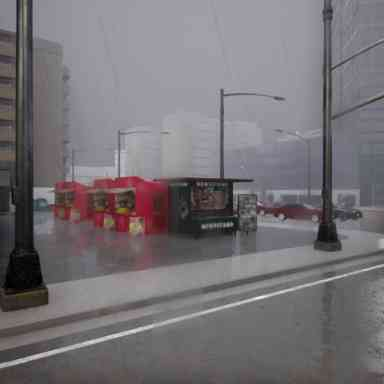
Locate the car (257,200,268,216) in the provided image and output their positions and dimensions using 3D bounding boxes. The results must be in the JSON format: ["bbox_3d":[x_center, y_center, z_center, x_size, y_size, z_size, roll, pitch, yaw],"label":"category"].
[{"bbox_3d":[6.936,1.706,35.678,1.882,1.535,5.008,0,-1,-36],"label":"car"}]

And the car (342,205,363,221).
[{"bbox_3d":[12.209,1.689,28.399,1.994,1.385,4.181,0,-1,-35],"label":"car"}]

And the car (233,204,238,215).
[{"bbox_3d":[3.532,1.765,34.415,1.812,1.442,4.674,0,-1,-36],"label":"car"}]

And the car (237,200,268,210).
[{"bbox_3d":[9.158,1.920,50.853,1.812,1.442,4.674,0,-1,-36],"label":"car"}]

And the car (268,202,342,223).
[{"bbox_3d":[8.983,1.604,26.856,1.882,1.535,5.008,0,-1,-38],"label":"car"}]

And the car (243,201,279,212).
[{"bbox_3d":[9.195,1.921,44.835,1.895,1.301,4.718,0,-1,-36],"label":"car"}]
